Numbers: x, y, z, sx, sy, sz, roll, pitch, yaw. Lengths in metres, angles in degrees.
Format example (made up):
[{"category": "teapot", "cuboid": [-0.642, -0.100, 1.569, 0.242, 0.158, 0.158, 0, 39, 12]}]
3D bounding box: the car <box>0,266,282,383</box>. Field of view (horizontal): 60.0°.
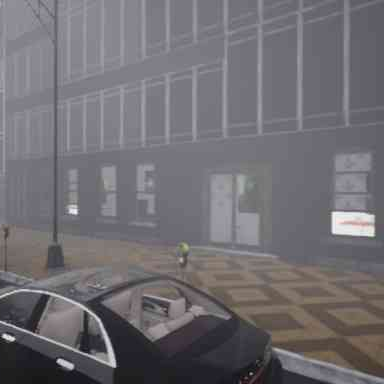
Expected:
[{"category": "car", "cuboid": [-1.240, 1.548, 3.754, 4.403, 1.369, 2.008, 0, 0, 36]}]
